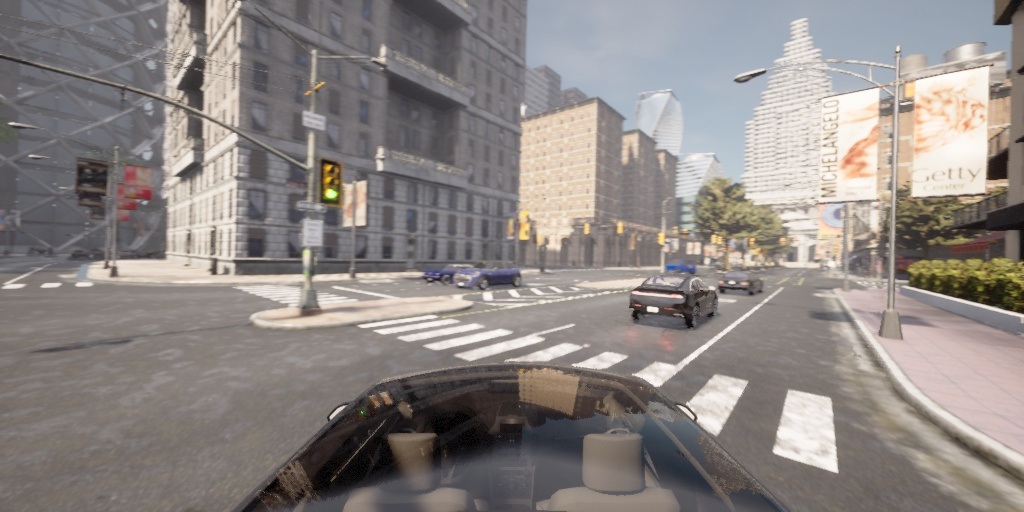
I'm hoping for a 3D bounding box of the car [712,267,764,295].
[{"bbox_3d":[14.730,1.663,23.079,2.033,1.411,5.357,2,0,43],"label":"car"}]

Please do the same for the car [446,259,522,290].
[{"bbox_3d":[-1.428,1.042,21.986,2.097,1.767,4.553,2,0,40],"label":"car"}]

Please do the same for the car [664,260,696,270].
[{"bbox_3d":[22.373,1.512,48.175,2.150,2.045,5.566,2,0,-6],"label":"car"}]

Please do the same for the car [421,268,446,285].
[{"bbox_3d":[-3.826,1.225,24.584,1.895,1.301,4.718,2,0,40],"label":"car"}]

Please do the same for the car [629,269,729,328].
[{"bbox_3d":[5.601,1.376,12.182,2.128,1.511,4.902,2,0,40],"label":"car"}]
